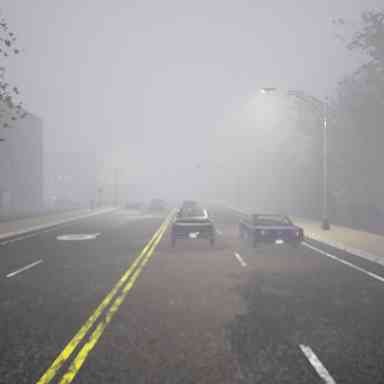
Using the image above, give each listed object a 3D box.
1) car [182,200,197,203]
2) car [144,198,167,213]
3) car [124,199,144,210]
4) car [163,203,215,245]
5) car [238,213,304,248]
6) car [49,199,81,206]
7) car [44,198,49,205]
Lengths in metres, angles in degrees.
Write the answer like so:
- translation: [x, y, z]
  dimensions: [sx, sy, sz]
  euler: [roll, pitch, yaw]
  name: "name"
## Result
- translation: [-0.255, 1.482, 32.302]
  dimensions: [1.812, 1.442, 4.674]
  euler: [0, 0, -1]
  name: "car"
- translation: [-3.756, 1.428, 36.628]
  dimensions: [1.882, 1.535, 5.008]
  euler: [0, 0, -1]
  name: "car"
- translation: [-7.057, 1.546, 41.171]
  dimensions: [1.895, 1.301, 4.718]
  euler: [0, 0, 0]
  name: "car"
- translation: [0.005, 1.470, 15.348]
  dimensions: [2.128, 1.511, 4.902]
  euler: [0, 0, -1]
  name: "car"
- translation: [3.267, 1.580, 14.765]
  dimensions: [1.895, 1.301, 4.718]
  euler: [0, 0, -1]
  name: "car"
- translation: [-20.687, 1.746, 55.171]
  dimensions: [4.313, 1.339, 1.947]
  euler: [-1, 1, -1]
  name: "car"
- translation: [-29.158, 1.734, 63.546]
  dimensions: [4.403, 1.369, 2.008]
  euler: [-1, 1, -1]
  name: "car"
